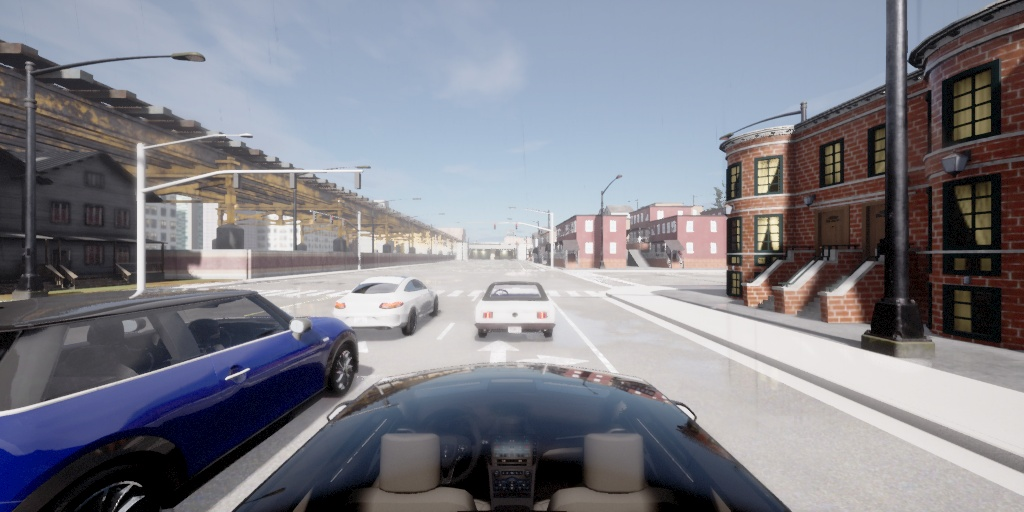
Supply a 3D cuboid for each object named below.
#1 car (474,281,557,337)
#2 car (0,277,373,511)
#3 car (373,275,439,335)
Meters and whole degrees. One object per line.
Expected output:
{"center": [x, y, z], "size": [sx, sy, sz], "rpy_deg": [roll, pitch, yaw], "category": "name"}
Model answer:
{"center": [0.106, 1.351, 10.223], "size": [1.895, 1.301, 4.718], "rpy_deg": [0, 0, 1], "category": "car"}
{"center": [-3.399, 1.102, 3.688], "size": [2.097, 1.767, 4.553], "rpy_deg": [0, 0, 0], "category": "car"}
{"center": [-3.396, 1.276, 10.331], "size": [1.812, 1.442, 4.674], "rpy_deg": [0, 0, 0], "category": "car"}
